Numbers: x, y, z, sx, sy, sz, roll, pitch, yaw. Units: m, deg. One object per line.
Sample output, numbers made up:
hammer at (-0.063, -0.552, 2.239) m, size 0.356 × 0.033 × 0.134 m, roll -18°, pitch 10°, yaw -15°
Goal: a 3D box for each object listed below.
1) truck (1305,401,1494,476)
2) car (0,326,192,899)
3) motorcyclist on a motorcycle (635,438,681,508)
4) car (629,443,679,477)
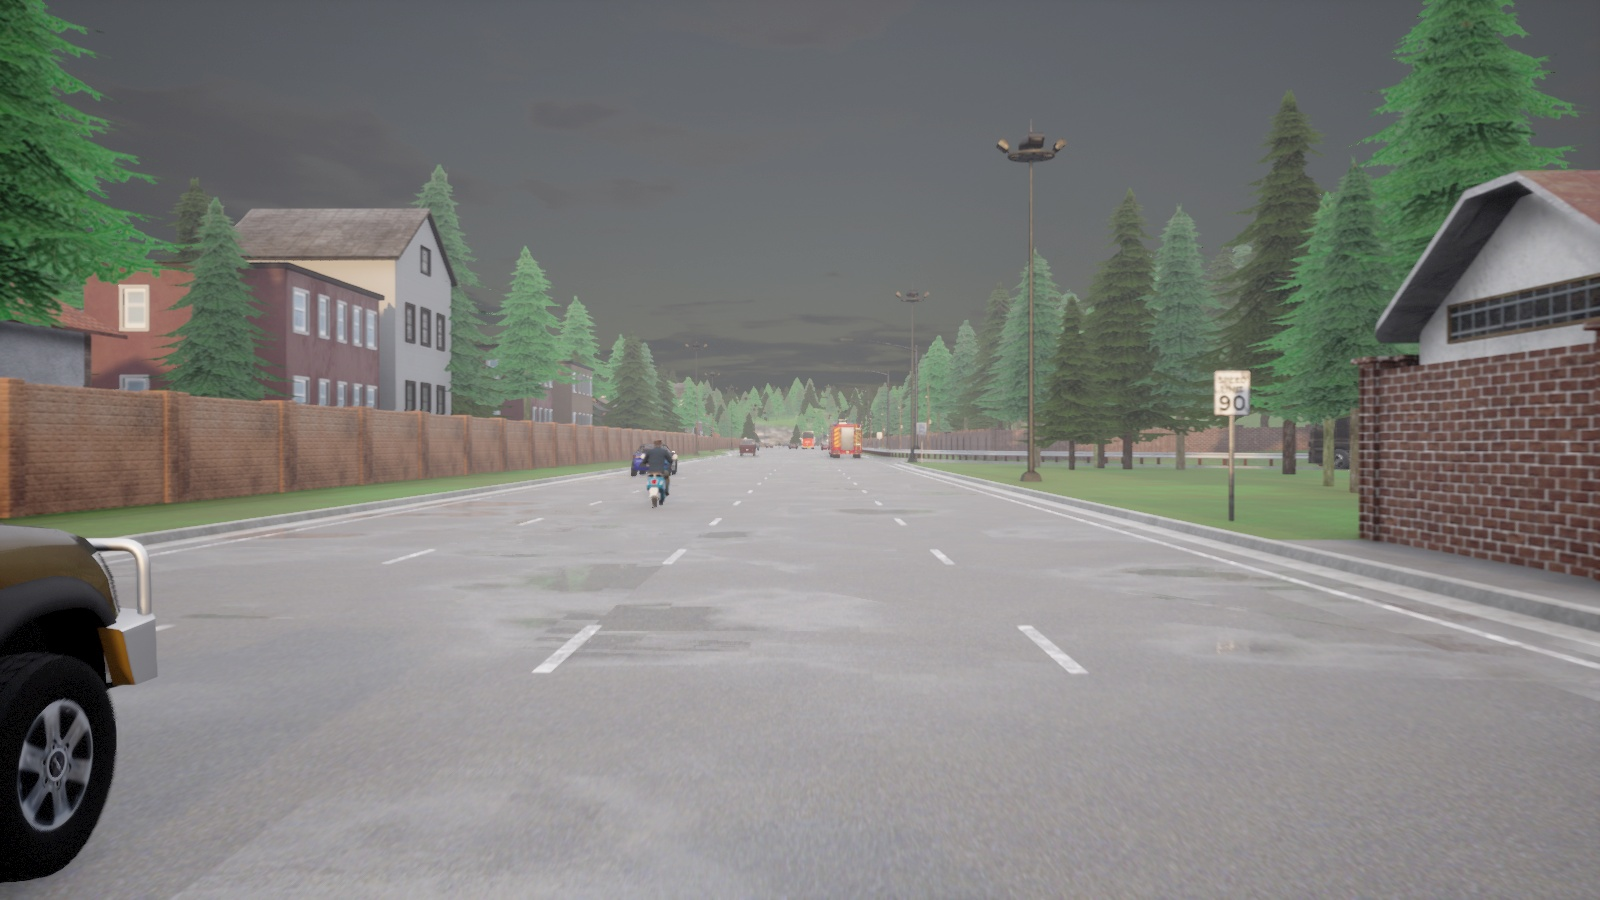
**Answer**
truck at (29.312, -0.558, 61.788) m, size 2.891 × 3.462 × 7.936 m, roll 0°, pitch 0°, yaw -38°
car at (-3.469, 0.544, 2.842) m, size 1.932 × 1.855 × 4.605 m, roll 0°, pitch 0°, yaw 0°
motorcyclist on a motorcycle at (-3.323, 0.532, 29.548) m, size 0.866 × 1.590 × 1.817 m, roll 0°, pitch 0°, yaw 0°
car at (-6.668, 0.431, 57.728) m, size 1.816 × 1.474 × 4.193 m, roll 0°, pitch 0°, yaw 0°
